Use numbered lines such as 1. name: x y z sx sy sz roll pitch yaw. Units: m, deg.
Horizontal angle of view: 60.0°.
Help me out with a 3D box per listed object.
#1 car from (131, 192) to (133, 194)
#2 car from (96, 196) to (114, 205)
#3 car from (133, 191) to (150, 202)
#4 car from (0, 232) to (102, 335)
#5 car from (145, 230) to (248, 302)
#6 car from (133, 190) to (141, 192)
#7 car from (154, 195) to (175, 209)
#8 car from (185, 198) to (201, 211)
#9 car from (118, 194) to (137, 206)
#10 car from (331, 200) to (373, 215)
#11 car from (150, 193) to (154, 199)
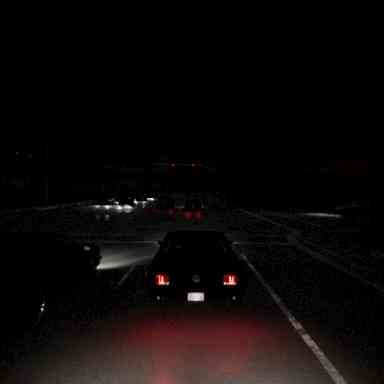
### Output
1. car: -13.989 1.188 68.961 2.128 1.511 4.902 0 1 0
2. car: -14.069 1.362 54.016 1.837 1.490 4.892 0 1 0
3. car: -10.489 1.166 68.758 1.837 1.490 4.892 0 1 0
4. car: -3.419 1.544 6.812 2.033 1.411 5.357 0 0 0
5. car: 0.084 1.597 8.193 1.895 1.301 4.718 0 0 0
6. car: -13.987 0.595 84.268 2.150 2.045 5.566 0 1 0
7. car: -3.393 1.288 44.012 2.097 1.767 4.553 0 0 0
8. car: 0.105 1.441 40.659 2.128 1.511 4.902 0 0 0
9. car: -10.574 1.464 53.343 1.895 1.301 4.718 0 1 0
10. car: 16.159 1.511 32.830 4.674 1.442 1.812 0 0 -2
11. car: -10.487 0.943 83.303 1.994 1.385 4.181 0 1 0
